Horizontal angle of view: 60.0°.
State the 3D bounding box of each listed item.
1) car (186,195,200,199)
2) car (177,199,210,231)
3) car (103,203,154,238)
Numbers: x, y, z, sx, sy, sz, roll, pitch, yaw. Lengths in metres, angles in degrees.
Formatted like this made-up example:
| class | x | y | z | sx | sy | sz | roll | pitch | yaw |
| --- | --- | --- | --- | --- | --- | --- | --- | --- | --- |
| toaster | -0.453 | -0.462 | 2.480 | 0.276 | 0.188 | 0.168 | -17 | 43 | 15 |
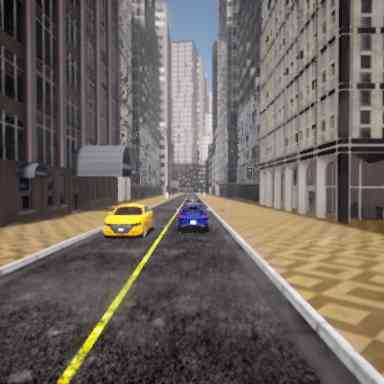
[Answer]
| class | x | y | z | sx | sy | sz | roll | pitch | yaw |
| --- | --- | --- | --- | --- | --- | --- | --- | --- | --- |
| car | 0.105 | 1.162 | 45.314 | 2.128 | 1.511 | 4.902 | 0 | 0 | 0 |
| car | 0.079 | 1.376 | 19.445 | 1.812 | 1.442 | 4.674 | 0 | 1 | 0 |
| car | -3.078 | 1.346 | 16.935 | 1.882 | 1.535 | 5.008 | 0 | 0 | 0 |
